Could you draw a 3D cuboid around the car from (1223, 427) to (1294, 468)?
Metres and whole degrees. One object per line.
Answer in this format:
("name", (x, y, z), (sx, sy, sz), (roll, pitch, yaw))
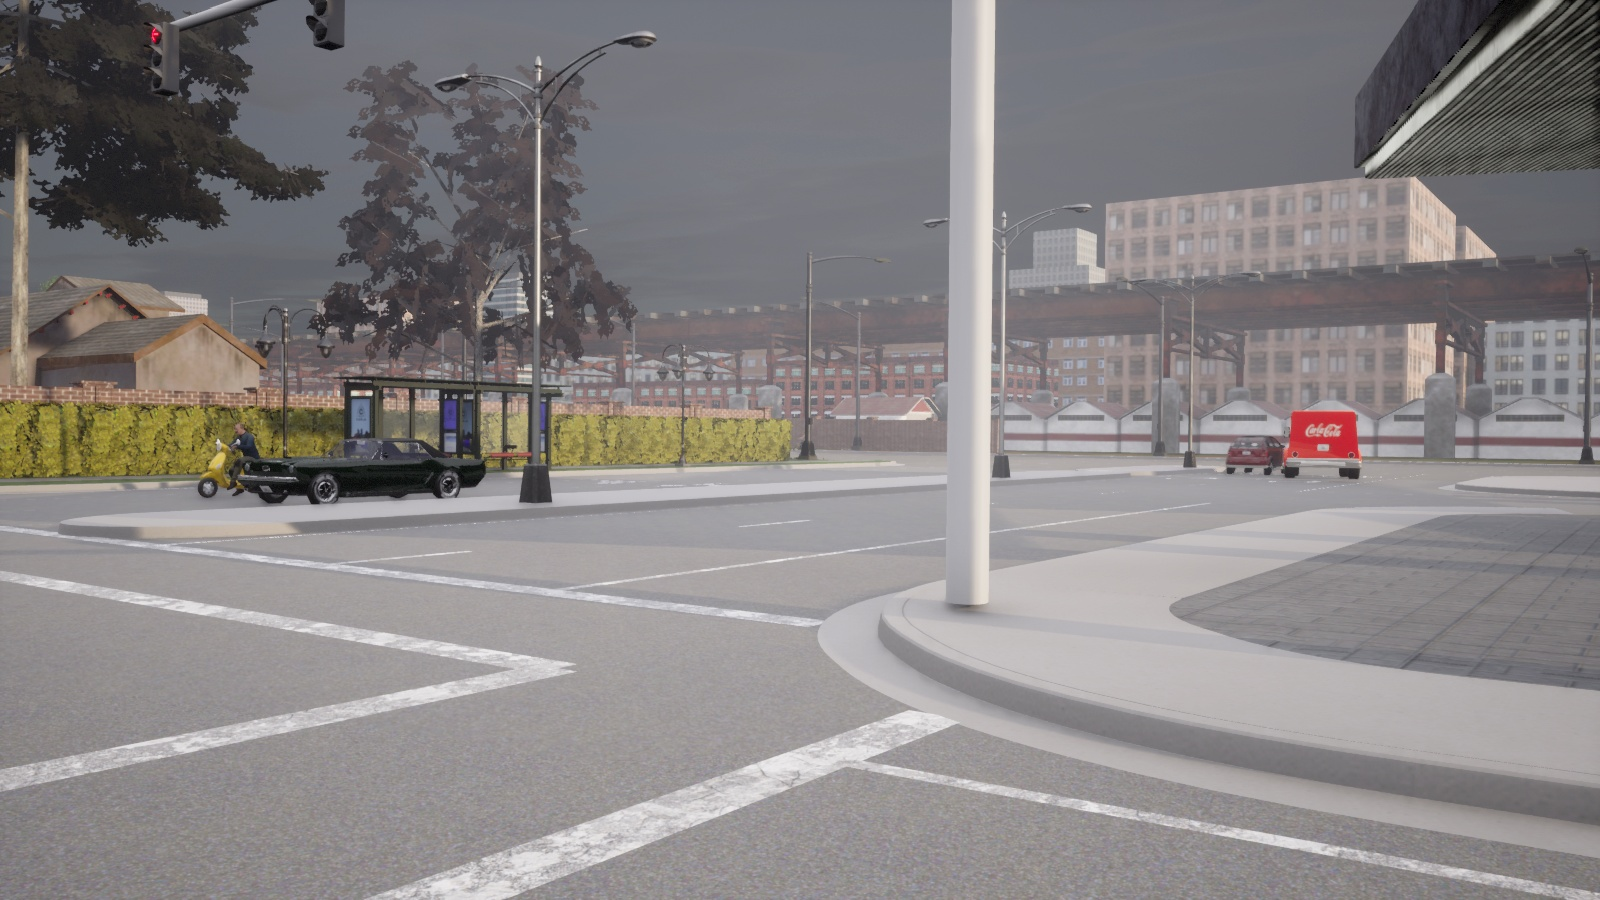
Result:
("car", (18.297, -0.136, 50.033), (1.789, 1.549, 3.705), (0, 1, 35))

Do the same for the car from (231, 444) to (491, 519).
("car", (-8.724, 0.564, 25.371), (1.895, 1.301, 4.718), (0, 1, 35))

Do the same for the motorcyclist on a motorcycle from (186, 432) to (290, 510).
("motorcyclist on a motorcycle", (-11.985, 0.427, 26.842), (0.866, 1.590, 1.817), (0, 1, 35))

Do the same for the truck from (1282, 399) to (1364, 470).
("truck", (19.224, -0.562, 46.375), (2.627, 2.467, 5.204), (0, 1, 21))
